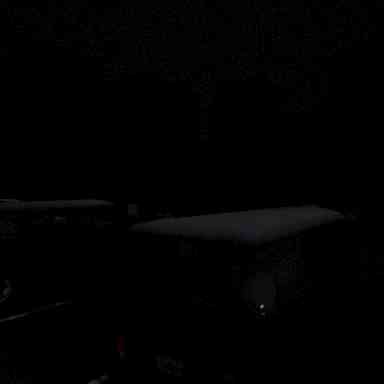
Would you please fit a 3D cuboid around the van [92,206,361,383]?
[{"bbox_3d":[1.056,1.237,4.649,1.878,1.987,4.442,1,0,35],"label":"van"}]

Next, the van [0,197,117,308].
[{"bbox_3d":[-3.453,1.187,7.820,1.878,1.987,4.442,1,0,35],"label":"van"}]
